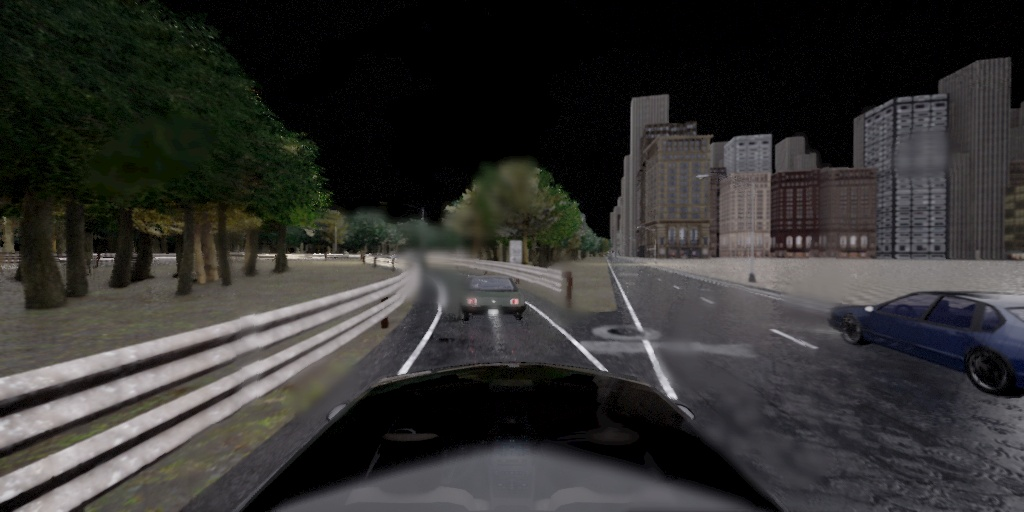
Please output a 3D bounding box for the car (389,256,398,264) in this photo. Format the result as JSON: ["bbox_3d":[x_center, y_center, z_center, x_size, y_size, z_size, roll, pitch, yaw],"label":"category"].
[{"bbox_3d":[-17.823,0.701,55.315,1.812,1.442,4.674,0,1,-24],"label":"car"}]

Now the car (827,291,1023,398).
[{"bbox_3d":[8.115,1.329,6.289,2.033,1.411,5.357,0,0,14],"label":"car"}]

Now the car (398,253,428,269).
[{"bbox_3d":[-12.528,0.585,46.091,2.150,2.045,5.566,0,1,-31],"label":"car"}]

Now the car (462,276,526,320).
[{"bbox_3d":[-0.757,1.336,12.520,1.895,1.301,4.718,0,0,-7],"label":"car"}]
